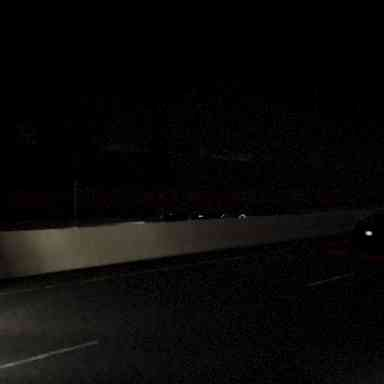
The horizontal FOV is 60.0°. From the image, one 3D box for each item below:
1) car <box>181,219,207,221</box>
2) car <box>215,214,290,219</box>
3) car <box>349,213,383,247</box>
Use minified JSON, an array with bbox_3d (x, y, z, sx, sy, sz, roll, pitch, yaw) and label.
[{"bbox_3d":[1.797,1.512,22.476,4.902,1.511,2.128,0,0,-36],"label":"car"},{"bbox_3d":[3.755,1.372,19.573,4.553,1.767,2.097,0,0,-36],"label":"car"},{"bbox_3d":[8.532,1.586,14.137,4.181,1.385,1.994,0,0,-36],"label":"car"}]
